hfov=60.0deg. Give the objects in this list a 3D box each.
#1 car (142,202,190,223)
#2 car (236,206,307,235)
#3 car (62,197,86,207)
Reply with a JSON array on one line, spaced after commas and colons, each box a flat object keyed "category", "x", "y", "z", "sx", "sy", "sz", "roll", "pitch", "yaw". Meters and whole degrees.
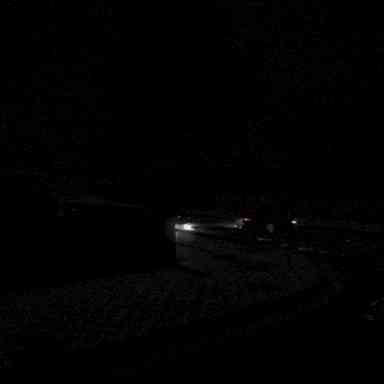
[{"category": "car", "x": -1.943, "y": 1.388, "z": 22.757, "sx": 1.994, "sy": 1.385, "sz": 4.181, "roll": -1, "pitch": 1, "yaw": -35}, {"category": "car", "x": 4.122, "y": 1.414, "z": 17.920, "sx": 1.994, "sy": 1.385, "sz": 4.181, "roll": -1, "pitch": 1, "yaw": -24}, {"category": "car", "x": -14.569, "y": 1.282, "z": 41.023, "sx": 1.895, "sy": 1.301, "sz": 4.718, "roll": -1, "pitch": 1, "yaw": -34}]
